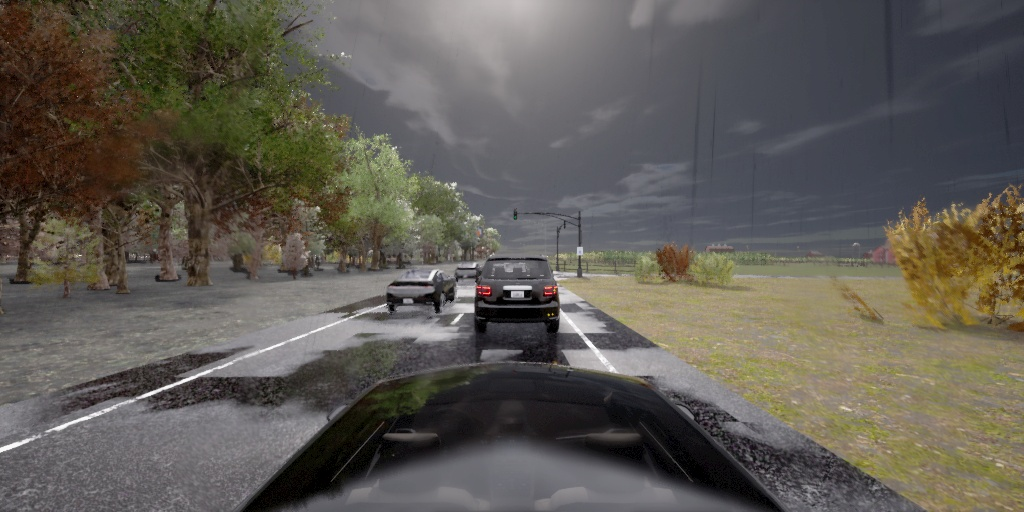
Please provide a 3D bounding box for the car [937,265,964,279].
[{"bbox_3d":[48.592,1.782,39.188,4.892,1.490,1.837,1,-1,0],"label":"car"}]

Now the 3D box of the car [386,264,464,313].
[{"bbox_3d":[-3.374,1.245,14.076,2.128,1.511,4.902,0,0,0],"label":"car"}]

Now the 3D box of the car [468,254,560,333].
[{"bbox_3d":[0.119,0.974,10.910,2.150,2.045,5.566,0,0,0],"label":"car"}]

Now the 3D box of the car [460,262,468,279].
[{"bbox_3d":[-3.346,1.248,28.277,2.128,1.511,4.902,0,0,0],"label":"car"}]
